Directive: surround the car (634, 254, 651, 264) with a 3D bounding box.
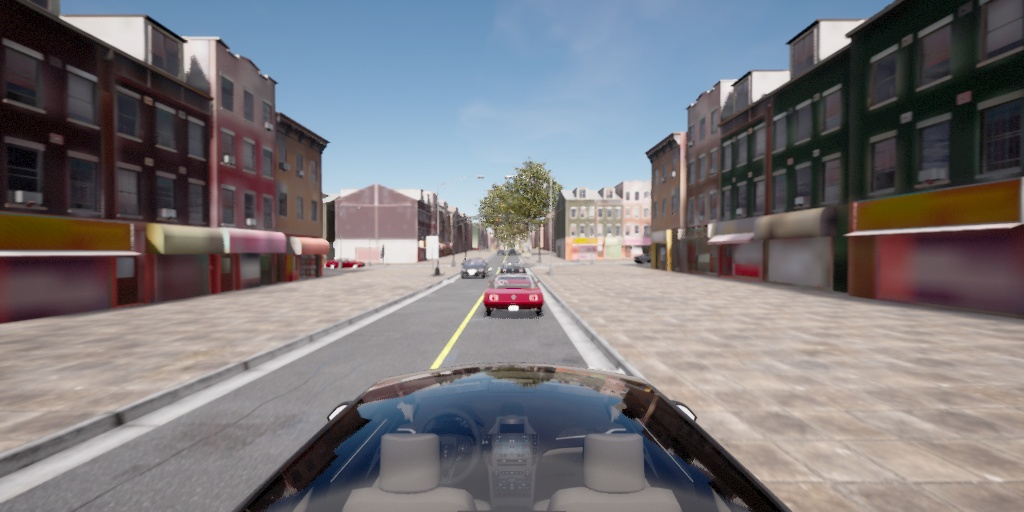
[{"bbox_3d":[17.235,0.373,44.201,4.313,1.339,1.948,0,0,0],"label":"car"}]

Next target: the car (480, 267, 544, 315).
[{"bbox_3d":[0.071,1.274,13.126,1.895,1.301,4.718,0,1,0],"label":"car"}]

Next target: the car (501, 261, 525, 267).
[{"bbox_3d":[0.076,1.028,27.954,1.895,1.301,4.718,0,1,0],"label":"car"}]

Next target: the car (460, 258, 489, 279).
[{"bbox_3d":[-2.807,0.923,27.758,2.128,1.511,4.902,0,1,0],"label":"car"}]

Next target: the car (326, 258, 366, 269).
[{"bbox_3d":[-20.346,0.913,44.088,4.507,1.381,1.888,0,0,0],"label":"car"}]
